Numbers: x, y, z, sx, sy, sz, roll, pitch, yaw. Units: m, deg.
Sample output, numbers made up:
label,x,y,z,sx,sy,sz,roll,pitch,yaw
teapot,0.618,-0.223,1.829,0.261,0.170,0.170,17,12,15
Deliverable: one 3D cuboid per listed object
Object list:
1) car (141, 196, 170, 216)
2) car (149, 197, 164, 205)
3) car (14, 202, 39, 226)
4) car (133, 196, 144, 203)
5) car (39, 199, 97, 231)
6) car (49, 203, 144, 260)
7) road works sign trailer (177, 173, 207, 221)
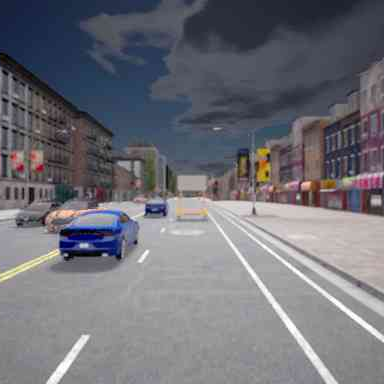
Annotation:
label,x,y,z,sx,sy,sz,roll,pitch,yaw
car,-3.149,1.352,30.608,1.882,1.535,5.008,0,0,0
car,-6.527,1.597,61.476,2.128,1.511,4.902,0,-1,1
car,-9.847,1.383,22.109,1.837,1.490,4.892,0,0,0
car,-9.763,1.474,63.047,2.097,1.767,4.553,0,-1,0
car,-6.597,1.240,19.223,2.097,1.767,4.553,0,0,0
car,-3.150,1.400,12.181,1.882,1.535,5.008,0,0,0
road works sign trailer,0.002,0.337,26.086,2.380,3.560,2.880,0,0,0
